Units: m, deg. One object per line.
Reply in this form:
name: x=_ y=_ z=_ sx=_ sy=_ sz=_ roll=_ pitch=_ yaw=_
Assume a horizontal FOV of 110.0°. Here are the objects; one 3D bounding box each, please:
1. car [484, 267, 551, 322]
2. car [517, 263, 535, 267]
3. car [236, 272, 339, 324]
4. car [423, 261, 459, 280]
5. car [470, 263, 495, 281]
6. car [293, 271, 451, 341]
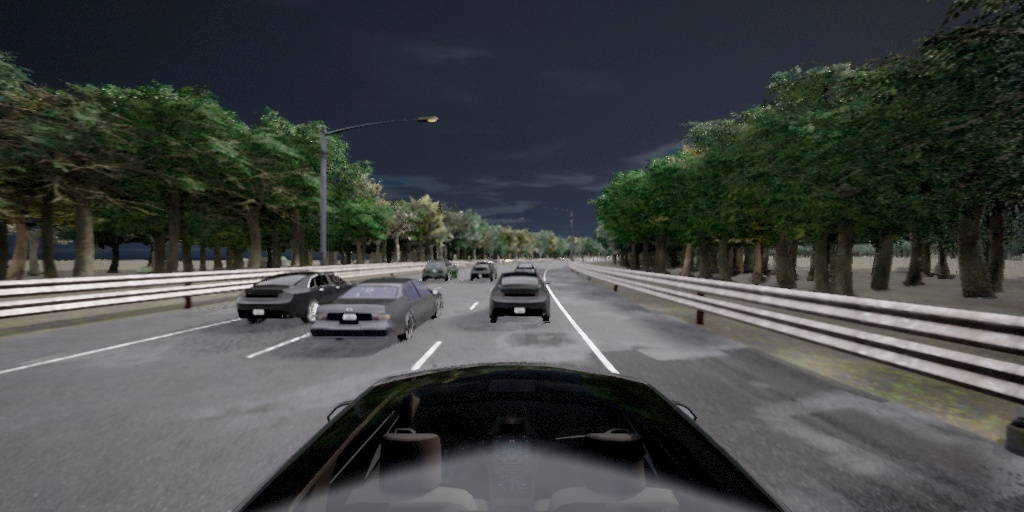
car: x=0.284 y=1.283 z=12.444 sx=1.837 sy=1.490 sz=4.892 roll=0 pitch=0 yaw=2
car: x=1.199 y=1.317 z=30.648 sx=2.128 sy=1.511 sz=4.902 roll=0 pitch=0 yaw=4
car: x=-6.730 y=1.266 z=12.026 sx=1.837 sy=1.490 sz=4.892 roll=0 pitch=0 yaw=1
car: x=-5.865 y=1.161 z=29.926 sx=2.097 sy=1.767 sz=4.553 roll=0 pitch=0 yaw=4
car: x=-2.318 y=1.323 z=30.541 sx=1.837 sy=1.490 sz=4.892 roll=0 pitch=0 yaw=4
car: x=-3.295 y=1.311 z=9.904 sx=2.033 sy=1.411 sz=5.357 roll=0 pitch=0 yaw=1
